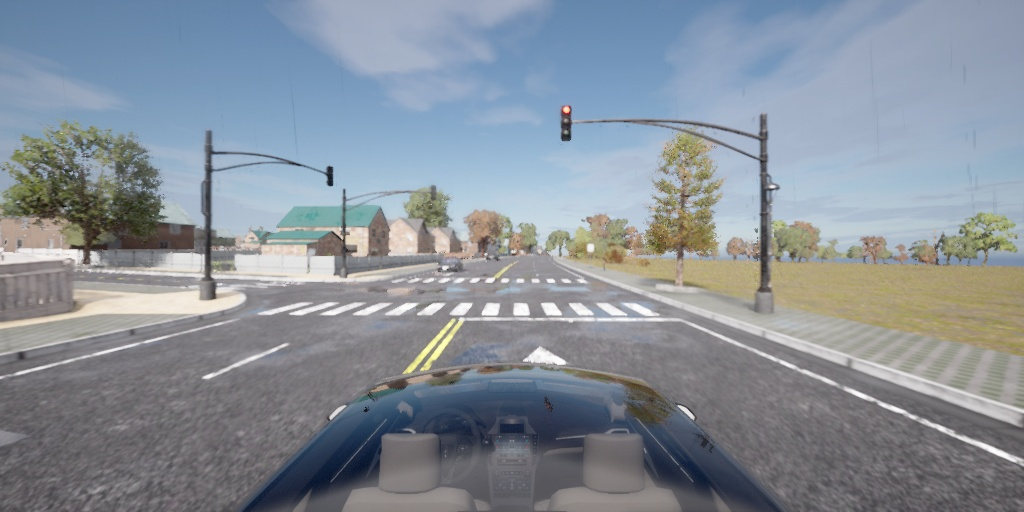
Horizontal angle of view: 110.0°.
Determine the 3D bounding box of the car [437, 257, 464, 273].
[{"bbox_3d":[-5.849,0.828,34.334,2.128,1.511,4.902,0,2,2],"label":"car"}]
